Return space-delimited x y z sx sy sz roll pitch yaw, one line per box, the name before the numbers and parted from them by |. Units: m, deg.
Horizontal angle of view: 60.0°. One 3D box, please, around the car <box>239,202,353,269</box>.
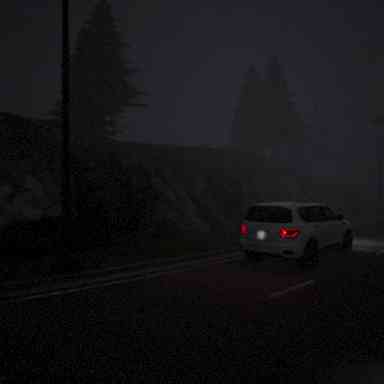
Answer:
car | 3.931 1.365 12.036 2.150 2.045 5.566 -1 -1 43
